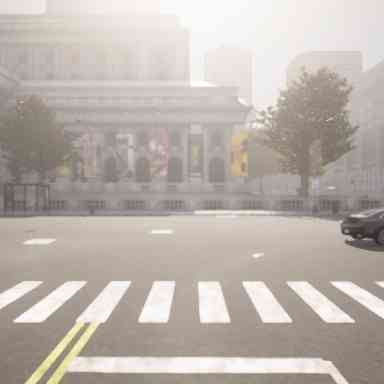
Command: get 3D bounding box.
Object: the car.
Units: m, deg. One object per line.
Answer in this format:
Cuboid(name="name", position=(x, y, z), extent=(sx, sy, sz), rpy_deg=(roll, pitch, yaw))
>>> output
Cuboid(name="car", position=(8.954, 1.419, 14.320), extent=(4.892, 1.490, 1.837), rpy_deg=(0, -2, -6))
